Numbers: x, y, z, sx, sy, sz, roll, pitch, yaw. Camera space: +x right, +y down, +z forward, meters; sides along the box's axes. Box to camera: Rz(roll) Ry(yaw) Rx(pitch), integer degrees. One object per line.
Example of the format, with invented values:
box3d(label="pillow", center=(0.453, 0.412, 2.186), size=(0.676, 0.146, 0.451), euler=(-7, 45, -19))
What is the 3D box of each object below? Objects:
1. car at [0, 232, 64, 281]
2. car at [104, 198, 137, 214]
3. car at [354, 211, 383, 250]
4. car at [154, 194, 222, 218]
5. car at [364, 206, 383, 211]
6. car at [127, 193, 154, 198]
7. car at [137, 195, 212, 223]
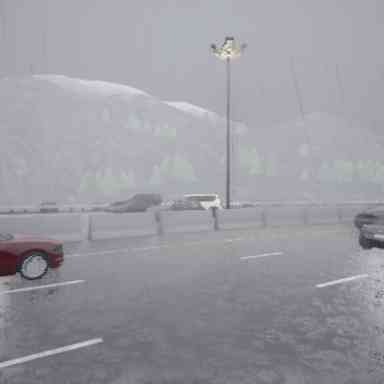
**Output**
box3d(label="car", center=(-5.781, 1.449, 8.132), size=(5.008, 1.535, 1.882), euler=(0, 0, -35))
box3d(label="car", center=(-5.044, 1.501, 29.717), size=(5.357, 1.411, 2.033), euler=(0, 0, -31))
box3d(label="car", center=(8.533, 1.578, 13.076), size=(4.181, 1.385, 1.994), euler=(0, 0, -30))
box3d(label="car", center=(-0.025, 1.192, 28.594), size=(5.566, 2.045, 2.150), euler=(0, 0, -29))
box3d(label="car", center=(11.175, 1.522, 18.517), size=(4.892, 1.490, 1.837), euler=(0, 0, -28))
box3d(label="car", center=(-5.459, 1.169, 33.520), size=(5.566, 2.045, 2.150), euler=(0, 0, -30))
box3d(label="car", center=(-1.222, 1.323, 23.808), size=(4.553, 1.767, 2.097), euler=(0, 0, -30))
